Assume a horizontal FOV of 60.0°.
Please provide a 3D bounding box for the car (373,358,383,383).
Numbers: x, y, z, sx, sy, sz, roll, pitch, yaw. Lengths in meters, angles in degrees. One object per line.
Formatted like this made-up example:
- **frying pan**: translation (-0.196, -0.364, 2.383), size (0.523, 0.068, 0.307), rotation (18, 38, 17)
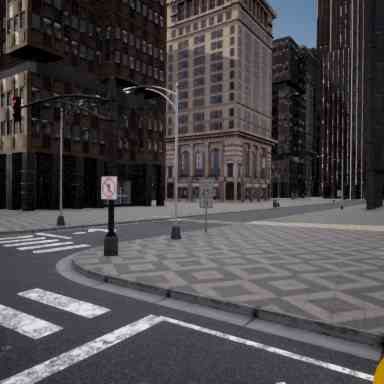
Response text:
- **car**: translation (3.469, 1.478, 1.219), size (5.008, 1.535, 1.882), rotation (0, 0, 35)
